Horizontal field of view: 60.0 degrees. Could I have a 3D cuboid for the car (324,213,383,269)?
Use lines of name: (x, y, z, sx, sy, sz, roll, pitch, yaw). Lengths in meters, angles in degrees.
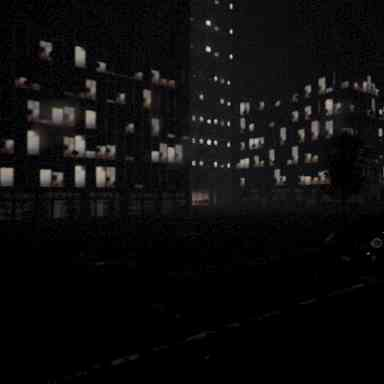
car: (6.166, 1.445, 10.963, 4.097, 1.590, 1.967, 0, 0, -36)
